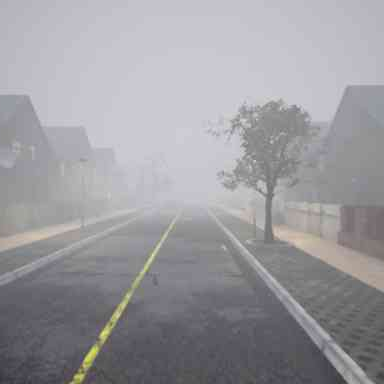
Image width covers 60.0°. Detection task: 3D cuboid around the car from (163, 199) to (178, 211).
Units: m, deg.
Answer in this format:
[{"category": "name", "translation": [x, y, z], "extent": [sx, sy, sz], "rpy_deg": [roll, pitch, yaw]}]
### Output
[{"category": "car", "translation": [-2.783, 1.696, 44.448], "extent": [2.033, 1.411, 5.357], "rpy_deg": [0, 0, 0]}]
